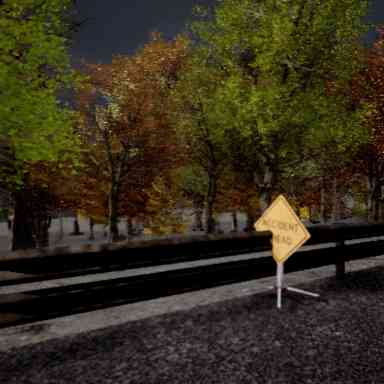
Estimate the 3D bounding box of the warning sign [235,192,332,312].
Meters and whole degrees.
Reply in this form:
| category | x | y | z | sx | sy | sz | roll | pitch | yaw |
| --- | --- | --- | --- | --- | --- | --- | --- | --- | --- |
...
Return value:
| category | x | y | z | sx | sy | sz | roll | pitch | yaw |
| --- | --- | --- | --- | --- | --- | --- | --- | --- | --- |
| warning sign | 1.659 | 0.982 | 6.188 | 1.060 | 1.860 | 1.300 | -2 | 4 | -33 |
